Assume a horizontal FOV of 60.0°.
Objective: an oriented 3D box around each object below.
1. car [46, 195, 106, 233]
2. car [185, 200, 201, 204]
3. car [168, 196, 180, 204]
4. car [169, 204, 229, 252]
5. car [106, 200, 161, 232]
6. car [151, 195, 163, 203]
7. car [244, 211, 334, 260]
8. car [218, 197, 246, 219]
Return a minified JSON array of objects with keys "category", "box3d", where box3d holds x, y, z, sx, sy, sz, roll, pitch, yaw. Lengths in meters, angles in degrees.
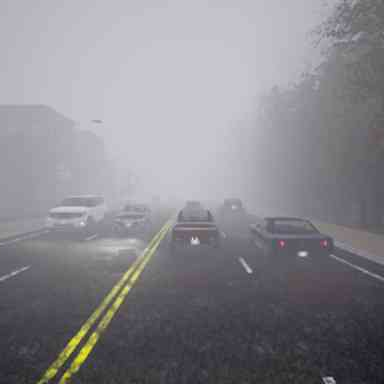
[{"category":"car","box3d":[-6.594,1.184,19.794,2.150,2.045,5.566,0,0,0]},{"category":"car","box3d":[0.111,1.467,30.234,1.812,1.442,4.674,0,0,0]},{"category":"car","box3d":[-3.258,1.405,62.016,1.812,1.442,4.674,0,0,1]},{"category":"car","box3d":[0.104,1.465,13.659,2.128,1.511,4.902,0,0,0]},{"category":"car","box3d":[-3.343,1.453,19.917,2.128,1.511,4.902,0,0,0]},{"category":"car","box3d":[-6.507,1.383,61.944,1.837,1.490,4.892,0,0,1]},{"category":"car","box3d":[3.354,1.577,12.268,1.895,1.301,4.718,0,0,0]},{"category":"car","box3d":[3.359,1.296,28.955,2.097,1.767,4.553,0,0,0]}]
